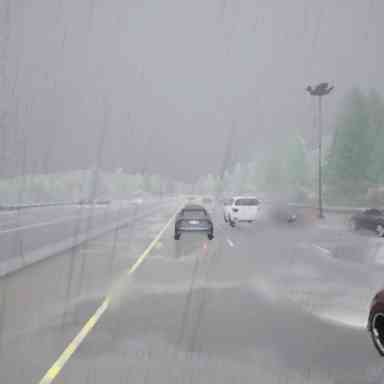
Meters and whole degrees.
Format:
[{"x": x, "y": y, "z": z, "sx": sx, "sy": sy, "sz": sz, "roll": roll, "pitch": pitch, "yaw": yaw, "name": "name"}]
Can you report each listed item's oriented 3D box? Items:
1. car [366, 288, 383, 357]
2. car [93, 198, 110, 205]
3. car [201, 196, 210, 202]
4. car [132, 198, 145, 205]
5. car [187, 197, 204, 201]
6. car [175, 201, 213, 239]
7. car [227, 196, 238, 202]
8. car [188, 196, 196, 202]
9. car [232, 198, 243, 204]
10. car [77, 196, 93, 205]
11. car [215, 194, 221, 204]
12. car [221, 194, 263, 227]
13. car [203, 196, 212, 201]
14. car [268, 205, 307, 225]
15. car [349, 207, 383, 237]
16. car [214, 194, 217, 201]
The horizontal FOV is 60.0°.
[{"x": 3.599, "y": 1.581, "z": 3.290, "sx": 1.994, "sy": 1.385, "sz": 4.181, "roll": 0, "pitch": 0, "yaw": 0, "name": "car"}, {"x": -17.513, "y": 1.867, "z": 65.710, "sx": 1.994, "sy": 1.385, "sz": 4.181, "roll": 0, "pitch": 0, "yaw": 0, "name": "car"}, {"x": 3.485, "y": 1.787, "z": 86.725, "sx": 2.033, "sy": 1.411, "sz": 5.357, "roll": 0, "pitch": 0, "yaw": 0, "name": "car"}, {"x": -10.516, "y": 1.838, "z": 65.720, "sx": 1.812, "sy": 1.442, "sz": 4.674, "roll": 0, "pitch": 0, "yaw": 0, "name": "car"}, {"x": 0.093, "y": 1.665, "z": 39.136, "sx": 1.882, "sy": 1.535, "sz": 5.008, "roll": 0, "pitch": 0, "yaw": 0, "name": "car"}, {"x": 0.096, "y": 1.518, "z": 18.087, "sx": 2.033, "sy": 1.649, "sz": 4.856, "roll": 0, "pitch": 0, "yaw": 0, "name": "car"}, {"x": 10.485, "y": 1.788, "z": 86.727, "sx": 2.033, "sy": 1.411, "sz": 5.357, "roll": 0, "pitch": 0, "yaw": 0, "name": "car"}, {"x": -0.015, "y": 1.800, "z": 86.725, "sx": 1.994, "sy": 1.385, "sz": 4.181, "roll": 0, "pitch": 0, "yaw": 0, "name": "car"}, {"x": 10.487, "y": 1.956, "z": 76.752, "sx": 1.895, "sy": 1.301, "sz": 4.718, "roll": 0, "pitch": 0, "yaw": 0, "name": "car"}, {"x": -21.011, "y": 1.668, "z": 65.727, "sx": 2.097, "sy": 1.767, "sz": 4.553, "roll": 0, "pitch": 0, "yaw": 0, "name": "car"}, {"x": 6.987, "y": 1.882, "z": 76.305, "sx": 2.128, "sy": 1.511, "sz": 4.902, "roll": 0, "pitch": 0, "yaw": 0, "name": "car"}, {"x": 3.596, "y": 1.339, "z": 23.982, "sx": 2.150, "sy": 2.045, "sz": 5.566, "roll": 0, "pitch": 0, "yaw": 0, "name": "car"}, {"x": 3.487, "y": 1.860, "z": 76.650, "sx": 1.837, "sy": 1.490, "sz": 4.892, "roll": 0, "pitch": 0, "yaw": 0, "name": "car"}, {"x": 7.096, "y": 1.685, "z": 25.001, "sx": 1.994, "sy": 1.385, "sz": 4.181, "roll": 0, "pitch": 0, "yaw": 0, "name": "car"}, {"x": 10.596, "y": 1.595, "z": 18.540, "sx": 1.837, "sy": 1.490, "sz": 4.892, "roll": 0, "pitch": 0, "yaw": 0, "name": "car"}, {"x": 6.985, "y": 1.473, "z": 86.757, "sx": 2.150, "sy": 2.045, "sz": 5.566, "roll": 0, "pitch": 0, "yaw": 0, "name": "car"}]
